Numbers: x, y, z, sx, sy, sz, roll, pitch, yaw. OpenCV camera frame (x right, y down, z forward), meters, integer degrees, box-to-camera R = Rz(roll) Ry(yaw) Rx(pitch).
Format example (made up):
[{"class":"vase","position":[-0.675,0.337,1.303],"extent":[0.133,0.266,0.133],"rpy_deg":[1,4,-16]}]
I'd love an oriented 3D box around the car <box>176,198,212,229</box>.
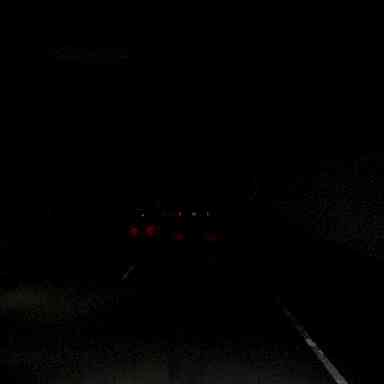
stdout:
[{"class":"car","position":[0.107,1.279,20.956],"extent":[2.097,1.767,4.553],"rpy_deg":[0,0,0]}]

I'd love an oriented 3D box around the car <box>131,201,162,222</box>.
[{"class":"car","position":[-3.391,1.402,25.432],"extent":[2.128,1.511,4.902],"rpy_deg":[0,0,0]}]

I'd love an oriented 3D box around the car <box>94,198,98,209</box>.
[{"class":"car","position":[-10.579,1.340,39.410],"extent":[1.882,1.535,5.008],"rpy_deg":[0,0,0]}]

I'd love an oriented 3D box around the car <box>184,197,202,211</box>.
[{"class":"car","position":[0.114,1.408,39.822],"extent":[2.033,1.411,5.357],"rpy_deg":[0,0,0]}]
